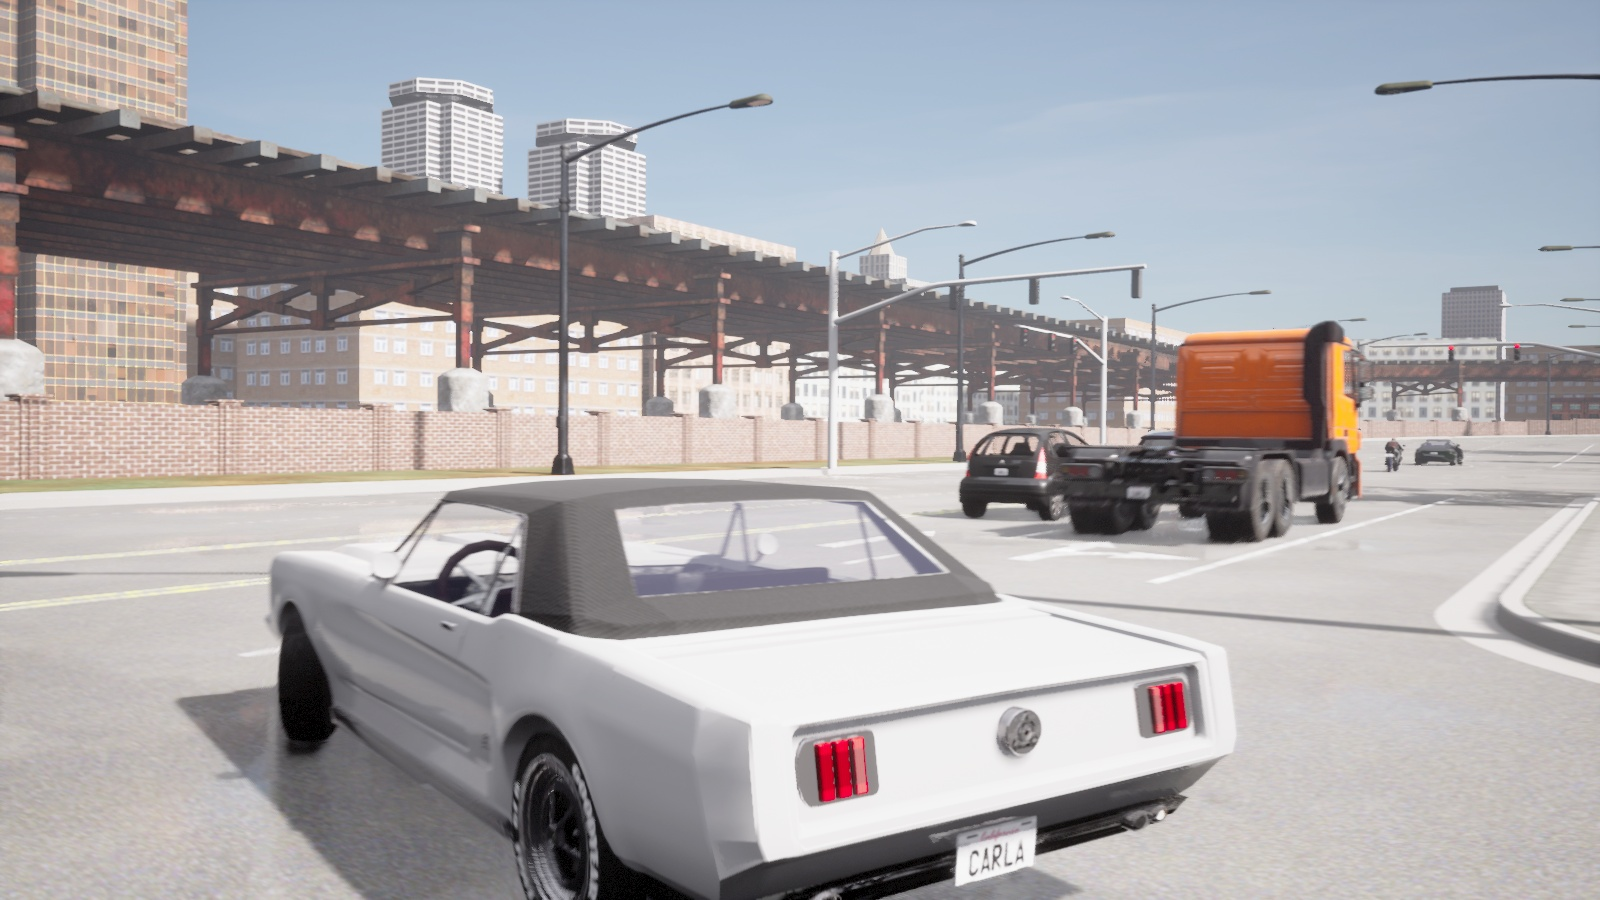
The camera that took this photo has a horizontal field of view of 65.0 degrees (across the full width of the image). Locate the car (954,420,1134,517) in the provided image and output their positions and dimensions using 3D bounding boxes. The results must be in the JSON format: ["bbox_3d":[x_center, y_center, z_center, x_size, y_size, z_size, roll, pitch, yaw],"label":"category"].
[{"bbox_3d":[4.584,0.278,23.190,1.851,1.617,3.988,0,1,34],"label":"car"}]

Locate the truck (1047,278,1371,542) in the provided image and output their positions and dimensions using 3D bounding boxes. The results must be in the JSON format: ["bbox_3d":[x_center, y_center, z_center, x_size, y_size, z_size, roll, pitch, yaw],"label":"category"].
[{"bbox_3d":[7.007,-0.589,20.557,2.891,3.462,7.936,0,1,35],"label":"truck"}]

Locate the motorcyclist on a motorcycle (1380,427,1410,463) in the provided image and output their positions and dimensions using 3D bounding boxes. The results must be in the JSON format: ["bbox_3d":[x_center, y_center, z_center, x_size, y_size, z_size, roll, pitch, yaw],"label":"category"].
[{"bbox_3d":[26.101,-0.227,55.095,0.866,1.530,2.191,0,1,34],"label":"motorcyclist on a motorcycle"}]

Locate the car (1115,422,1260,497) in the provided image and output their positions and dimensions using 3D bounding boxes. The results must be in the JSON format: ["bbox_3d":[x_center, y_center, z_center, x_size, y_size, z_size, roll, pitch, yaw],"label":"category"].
[{"bbox_3d":[9.469,0.169,30.434,2.033,1.649,4.856,0,1,34],"label":"car"}]

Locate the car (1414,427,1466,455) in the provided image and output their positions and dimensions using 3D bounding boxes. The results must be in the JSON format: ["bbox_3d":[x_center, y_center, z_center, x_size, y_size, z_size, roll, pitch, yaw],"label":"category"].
[{"bbox_3d":[34.299,-0.510,67.249,1.994,1.385,4.181,0,2,34],"label":"car"}]

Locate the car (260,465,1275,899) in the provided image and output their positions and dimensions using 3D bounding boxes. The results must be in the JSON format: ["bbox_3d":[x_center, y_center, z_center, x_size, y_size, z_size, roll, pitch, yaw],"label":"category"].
[{"bbox_3d":[-0.694,0.768,5.188,1.895,1.301,4.718,-1,1,-35],"label":"car"}]
